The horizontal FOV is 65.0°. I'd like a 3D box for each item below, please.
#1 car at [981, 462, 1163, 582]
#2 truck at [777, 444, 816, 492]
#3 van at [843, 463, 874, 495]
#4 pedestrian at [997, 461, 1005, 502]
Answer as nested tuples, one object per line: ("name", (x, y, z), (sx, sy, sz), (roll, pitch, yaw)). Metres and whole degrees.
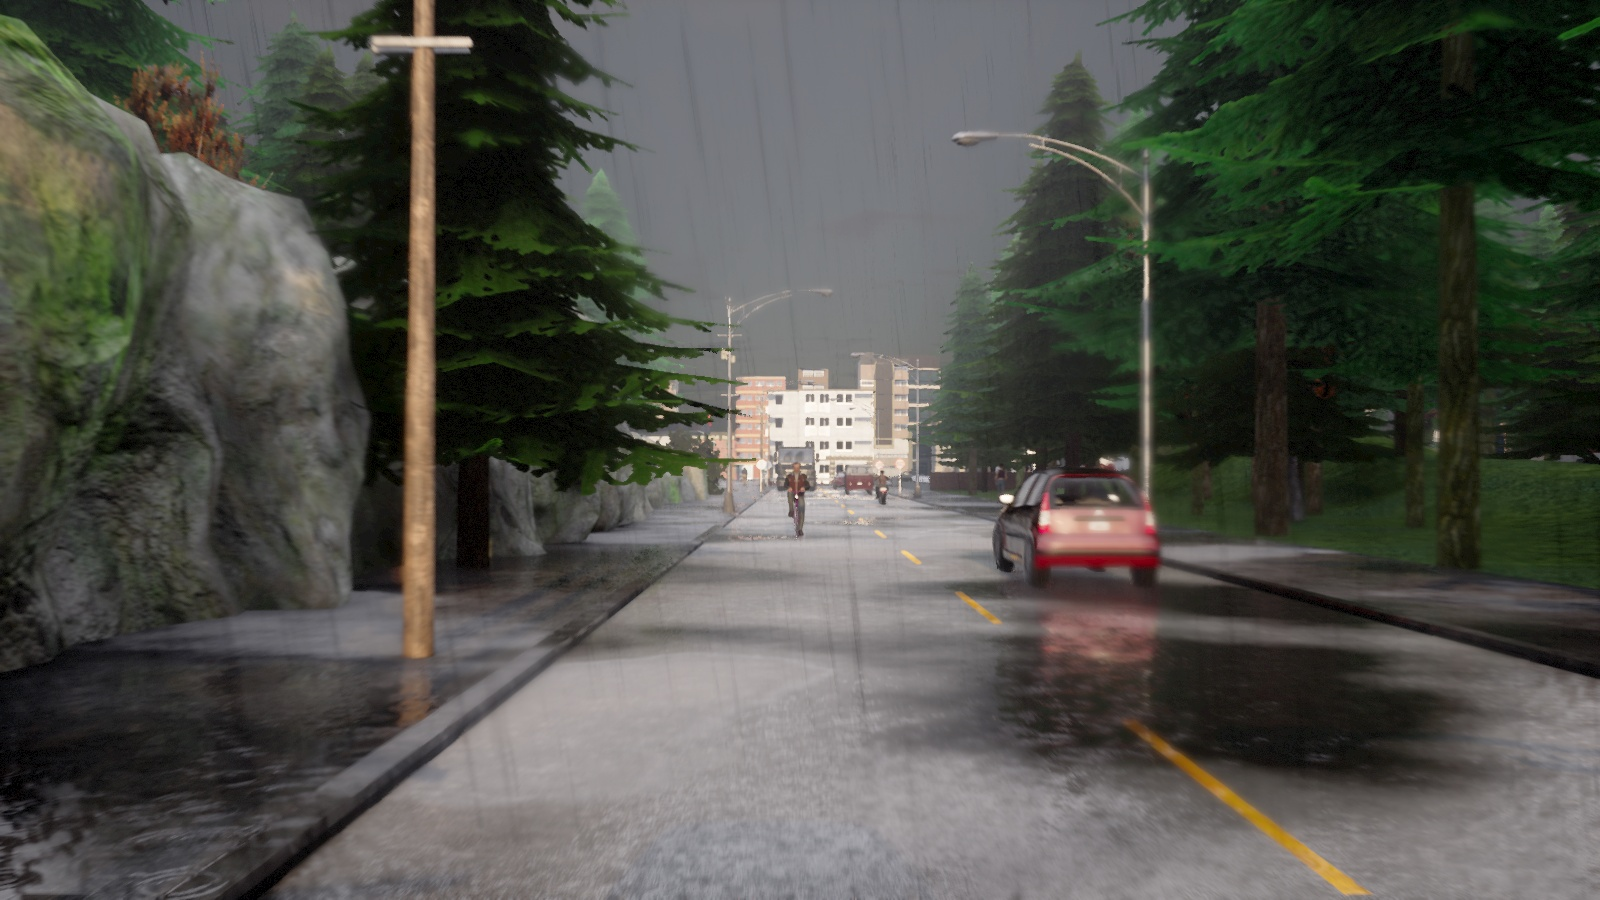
("car", (3.954, 1.002, 18.893), (1.851, 1.617, 3.988), (0, -1, 0))
("truck", (-0.265, 1.390, 96.308), (2.891, 3.462, 7.936), (0, -1, 0))
("van", (3.791, 1.873, 81.896), (1.775, 1.987, 4.442), (0, -1, 0))
("pedestrian", (8.899, 1.387, 55.612), (0.345, 1.836, 0.594), (0, -1, 7))
